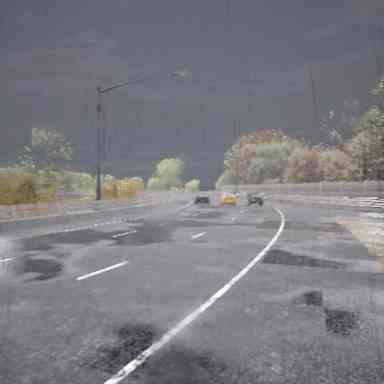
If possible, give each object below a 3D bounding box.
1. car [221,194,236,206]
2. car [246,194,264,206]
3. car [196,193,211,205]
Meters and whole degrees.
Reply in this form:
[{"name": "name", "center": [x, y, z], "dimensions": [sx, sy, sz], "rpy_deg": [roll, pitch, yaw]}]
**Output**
[{"name": "car", "center": [4.928, 0.976, 44.632], "dimensions": [1.882, 1.535, 5.008], "rpy_deg": [0, 1, 5]}, {"name": "car", "center": [8.381, 1.030, 44.055], "dimensions": [1.837, 1.490, 4.892], "rpy_deg": [0, 1, 6]}, {"name": "car", "center": [1.548, 0.939, 46.120], "dimensions": [1.882, 1.535, 5.008], "rpy_deg": [0, 1, 4]}]
